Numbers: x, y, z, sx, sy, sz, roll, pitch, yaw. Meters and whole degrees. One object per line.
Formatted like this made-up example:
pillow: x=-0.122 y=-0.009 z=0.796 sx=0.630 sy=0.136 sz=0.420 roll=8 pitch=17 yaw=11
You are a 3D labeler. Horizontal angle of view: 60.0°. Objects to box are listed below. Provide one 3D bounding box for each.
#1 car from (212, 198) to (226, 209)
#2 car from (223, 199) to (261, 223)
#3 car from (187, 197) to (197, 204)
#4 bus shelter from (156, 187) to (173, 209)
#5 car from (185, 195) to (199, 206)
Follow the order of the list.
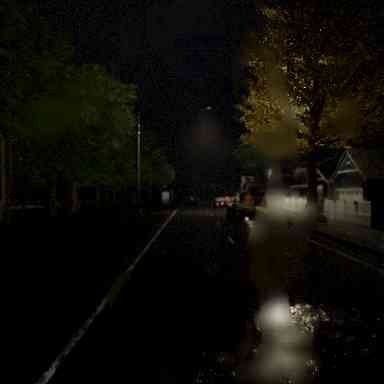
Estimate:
car: x=3.606 y=1.393 z=41.627 sx=2.033 sy=1.411 sz=5.357 roll=0 pitch=0 yaw=0
car: x=3.601 y=1.440 z=24.037 sx=1.895 sy=1.301 sz=4.718 roll=0 pitch=0 yaw=0
car: x=0.016 y=1.668 z=67.259 sx=1.812 sy=1.442 sz=4.674 roll=0 pitch=-1 yaw=0
bus shelter: x=-3.499 y=0.729 z=43.362 sx=1.920 sy=2.740 sz=3.880 roll=0 pitch=0 yaw=0
car: x=0.033 y=1.300 z=53.429 sx=2.097 sy=1.767 sz=4.553 roll=0 pitch=-1 yaw=0
